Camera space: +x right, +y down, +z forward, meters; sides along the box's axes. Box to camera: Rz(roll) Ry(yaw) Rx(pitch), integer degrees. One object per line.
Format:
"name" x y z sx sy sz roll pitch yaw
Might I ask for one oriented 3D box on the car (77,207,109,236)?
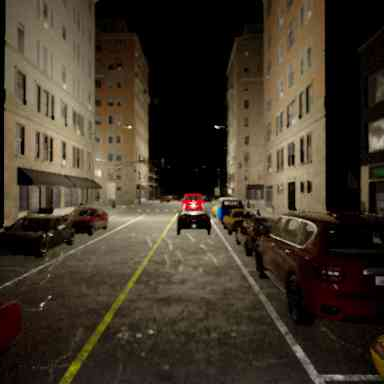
"car" -5.849 1.535 18.350 1.887 1.381 4.507 1 0 0

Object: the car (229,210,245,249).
"car" 2.675 1.576 12.673 1.802 1.307 4.206 1 0 0

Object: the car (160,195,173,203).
"car" -5.532 1.541 67.462 1.802 1.307 4.206 1 0 1

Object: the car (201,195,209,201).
"car" 3.206 1.489 83.948 1.887 1.381 4.507 1 0 1

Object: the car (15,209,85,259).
"car" -5.850 1.560 12.677 1.947 1.339 4.313 1 0 0

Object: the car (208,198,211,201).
"car" 2.677 1.510 29.863 1.752 1.417 4.829 1 0 0

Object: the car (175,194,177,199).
"car" -5.390 1.501 78.520 2.008 1.369 4.403 1 0 1

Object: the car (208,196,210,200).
"car" 2.993 1.525 67.357 1.947 1.339 4.313 1 0 1

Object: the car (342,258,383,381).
"car" 2.675 1.525 1.496 1.752 1.417 4.829 1 0 0

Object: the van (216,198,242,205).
"van" 2.679 1.329 24.020 1.690 1.788 3.998 1 0 0

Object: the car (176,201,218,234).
"car" 0.100 1.483 18.987 2.128 1.511 4.902 0 0 0

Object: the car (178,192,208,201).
"car" 0.102 1.205 32.133 2.150 2.045 5.566 0 0 0

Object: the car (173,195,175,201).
"car" -5.461 1.520 72.991 1.947 1.339 4.313 1 0 1

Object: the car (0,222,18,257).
"car" -5.850 1.562 7.004 1.947 1.339 4.313 1 0 0

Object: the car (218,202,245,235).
"car" 2.677 1.516 18.516 1.752 1.417 4.829 1 0 0

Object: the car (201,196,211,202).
"car" 3.064 1.499 72.887 1.887 1.381 4.507 1 0 1

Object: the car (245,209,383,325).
"car" 2.678 1.312 7.000 2.192 1.841 5.009 1 0 0

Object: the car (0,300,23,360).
"car" -3.100 1.600 2.026 1.895 1.301 4.718 0 0 0
